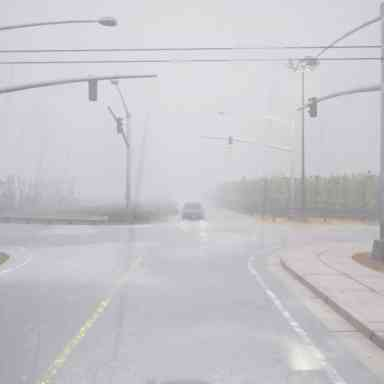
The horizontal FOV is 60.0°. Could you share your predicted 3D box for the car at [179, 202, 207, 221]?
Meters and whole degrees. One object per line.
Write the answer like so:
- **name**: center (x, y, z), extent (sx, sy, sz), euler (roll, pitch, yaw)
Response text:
- **car**: center (0.062, 1.607, 27.719), extent (1.837, 1.490, 4.892), euler (0, 1, -2)
